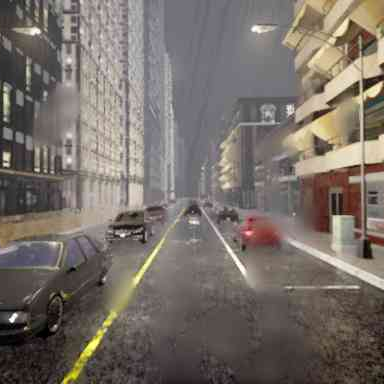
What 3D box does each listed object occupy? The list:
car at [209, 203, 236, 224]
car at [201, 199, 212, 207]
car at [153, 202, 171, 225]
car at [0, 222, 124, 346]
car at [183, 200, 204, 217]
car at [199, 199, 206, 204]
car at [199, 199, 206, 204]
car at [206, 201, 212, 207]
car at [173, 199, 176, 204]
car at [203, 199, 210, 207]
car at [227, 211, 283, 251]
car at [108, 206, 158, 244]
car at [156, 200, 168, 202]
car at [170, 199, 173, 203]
[{"bbox_3d":[2.757,1.827,27.430,2.008,1.369,4.403,0,-1,0],"label":"car"},{"bbox_3d":[2.865,2.182,66.969,1.967,1.590,4.097,0,-1,0],"label":"car"},{"bbox_3d":[-3.033,1.846,27.396,1.812,1.442,4.674,0,-1,1],"label":"car"},{"bbox_3d":[-3.092,1.635,7.036,2.033,1.411,5.357,0,-1,0],"label":"car"},{"bbox_3d":[0.094,1.935,37.118,1.812,1.442,4.674,0,-1,0],"label":"car"},{"bbox_3d":[2.928,2.543,89.729,1.752,1.417,4.829,0,-1,0],"label":"car"},{"bbox_3d":[2.943,2.651,95.208,1.947,1.339,4.313,0,-1,0],"label":"car"},{"bbox_3d":[2.774,1.892,33.078,2.008,1.369,4.403,0,-1,0],"label":"car"},{"bbox_3d":[-5.438,2.716,95.229,1.947,1.339,4.313,0,-1,0],"label":"car"},{"bbox_3d":[2.850,2.255,61.319,1.802,1.307,4.206,0,-1,0],"label":"car"},{"bbox_3d":[2.773,1.710,14.513,1.802,1.307,4.206,0,-1,0],"label":"car"},{"bbox_3d":[-3.061,1.708,17.152,1.837,1.490,4.892,0,-1,0],"label":"car"},{"bbox_3d":[-5.545,2.222,55.693,2.008,1.369,4.403,0,-1,0],"label":"car"},{"bbox_3d":[-5.515,2.351,66.990,1.887,1.381,4.507,0,-1,0],"label":"car"}]
